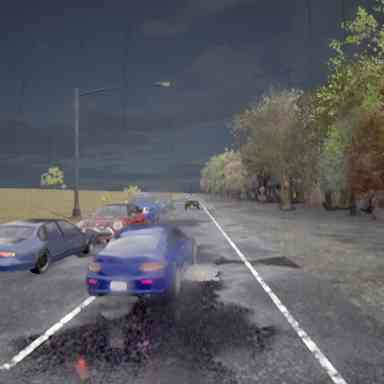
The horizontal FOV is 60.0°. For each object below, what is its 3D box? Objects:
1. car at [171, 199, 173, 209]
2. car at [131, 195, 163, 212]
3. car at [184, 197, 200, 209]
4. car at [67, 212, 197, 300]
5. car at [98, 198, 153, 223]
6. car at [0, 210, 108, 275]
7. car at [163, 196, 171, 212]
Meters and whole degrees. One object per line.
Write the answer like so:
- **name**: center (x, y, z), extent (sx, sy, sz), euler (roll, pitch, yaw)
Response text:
- **car**: center (-3.644, 1.336, 44.558), extent (2.097, 1.767, 4.553), euler (0, 0, 0)
- **car**: center (-3.632, 1.216, 24.547), extent (2.150, 2.045, 5.566), euler (0, 0, -1)
- **car**: center (0.002, 1.489, 43.852), extent (1.837, 1.490, 4.892), euler (0, 0, 0)
- **car**: center (-1.022, 1.502, 8.347), extent (1.812, 1.442, 4.674), euler (-2, 1, 8)
- **car**: center (-3.518, 1.350, 15.274), extent (2.097, 1.767, 4.553), euler (0, 0, 8)
- **car**: center (-4.772, 1.547, 10.529), extent (2.033, 1.411, 5.357), euler (0, 0, 8)
- **car**: center (-3.633, 1.342, 34.551), extent (2.097, 1.767, 4.553), euler (0, 0, 0)
